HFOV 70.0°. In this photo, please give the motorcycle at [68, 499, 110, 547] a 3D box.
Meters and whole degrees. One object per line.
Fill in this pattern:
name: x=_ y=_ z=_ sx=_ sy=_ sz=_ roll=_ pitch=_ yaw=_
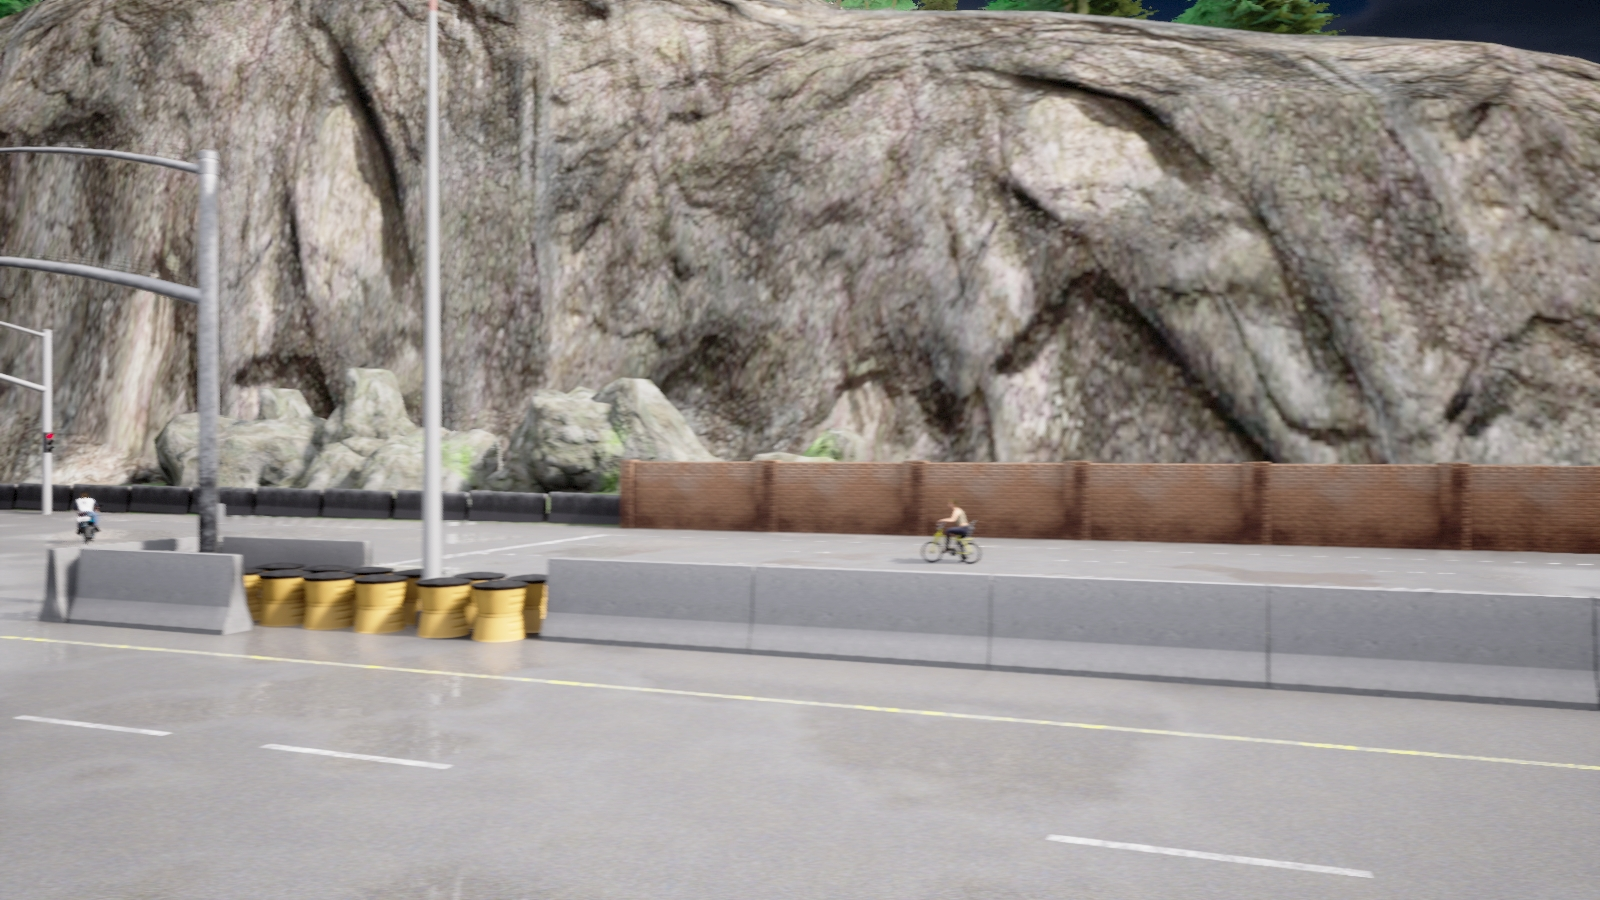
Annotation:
motorcycle: x=-21.086 y=2.150 z=33.921 sx=0.803 sy=1.217 sz=2.033 roll=-5 pitch=2 yaw=-27
